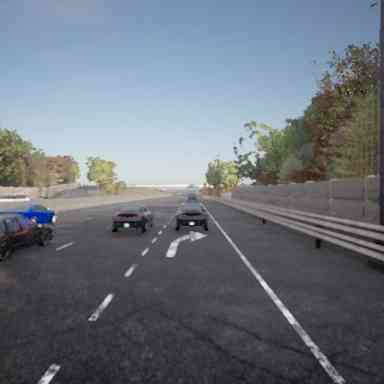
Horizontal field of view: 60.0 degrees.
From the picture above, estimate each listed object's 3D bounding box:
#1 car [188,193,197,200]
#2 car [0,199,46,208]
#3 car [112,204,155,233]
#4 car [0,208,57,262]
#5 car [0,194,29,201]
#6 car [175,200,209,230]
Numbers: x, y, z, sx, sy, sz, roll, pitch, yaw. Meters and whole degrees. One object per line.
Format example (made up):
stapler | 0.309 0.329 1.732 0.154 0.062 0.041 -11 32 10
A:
car | 0.021 1.319 85.567 2.150 2.045 5.566 0 0 2
car | -10.402 1.467 21.367 1.882 1.535 5.008 0 0 0
car | -3.403 1.494 19.757 1.837 1.490 4.892 0 0 0
car | -6.901 1.541 12.051 2.033 1.411 5.357 0 0 0
car | -21.088 1.219 38.807 2.150 2.045 5.566 0 0 0
car | -0.004 1.495 20.863 1.837 1.490 4.892 0 0 0
